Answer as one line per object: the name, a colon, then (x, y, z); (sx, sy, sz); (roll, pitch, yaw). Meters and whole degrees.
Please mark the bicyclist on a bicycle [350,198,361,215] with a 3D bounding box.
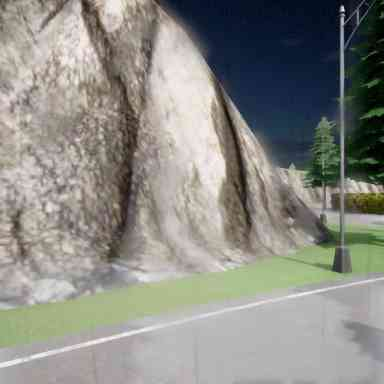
bicyclist on a bicycle: (16.430, 1.453, 33.354); (1.656, 1.620, 0.582); (0, 0, -28)
